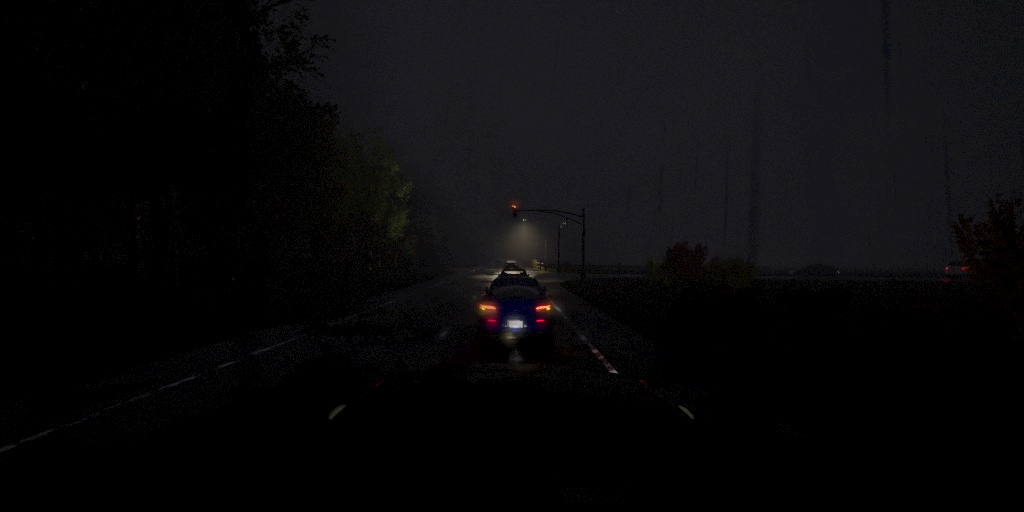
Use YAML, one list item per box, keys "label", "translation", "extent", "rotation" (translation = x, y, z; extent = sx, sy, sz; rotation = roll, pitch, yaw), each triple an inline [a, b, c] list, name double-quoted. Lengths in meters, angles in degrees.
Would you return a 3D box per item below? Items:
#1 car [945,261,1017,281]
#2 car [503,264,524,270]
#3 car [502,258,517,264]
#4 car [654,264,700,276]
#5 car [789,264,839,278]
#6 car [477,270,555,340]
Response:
- label: "car"
  translation: [48.533, 1.500, 37.181]
  extent: [5.566, 2.045, 2.150]
  rotation: [1, -1, 0]
- label: "car"
  translation: [0.091, 1.319, 18.628]
  extent: [1.994, 1.385, 4.181]
  rotation: [0, 0, 0]
- label: "car"
  translation: [-0.099, 1.305, 54.107]
  extent: [2.033, 1.411, 5.357]
  rotation: [0, 0, 1]
- label: "car"
  translation: [18.449, 1.557, 40.901]
  extent: [5.357, 1.411, 2.033]
  rotation: [1, -1, 0]
- label: "car"
  translation: [34.331, 1.677, 40.828]
  extent: [4.902, 1.511, 2.128]
  rotation: [1, -1, 0]
- label: "car"
  translation: [0.097, 1.278, 9.873]
  extent: [1.812, 1.442, 4.674]
  rotation: [0, 0, 0]
